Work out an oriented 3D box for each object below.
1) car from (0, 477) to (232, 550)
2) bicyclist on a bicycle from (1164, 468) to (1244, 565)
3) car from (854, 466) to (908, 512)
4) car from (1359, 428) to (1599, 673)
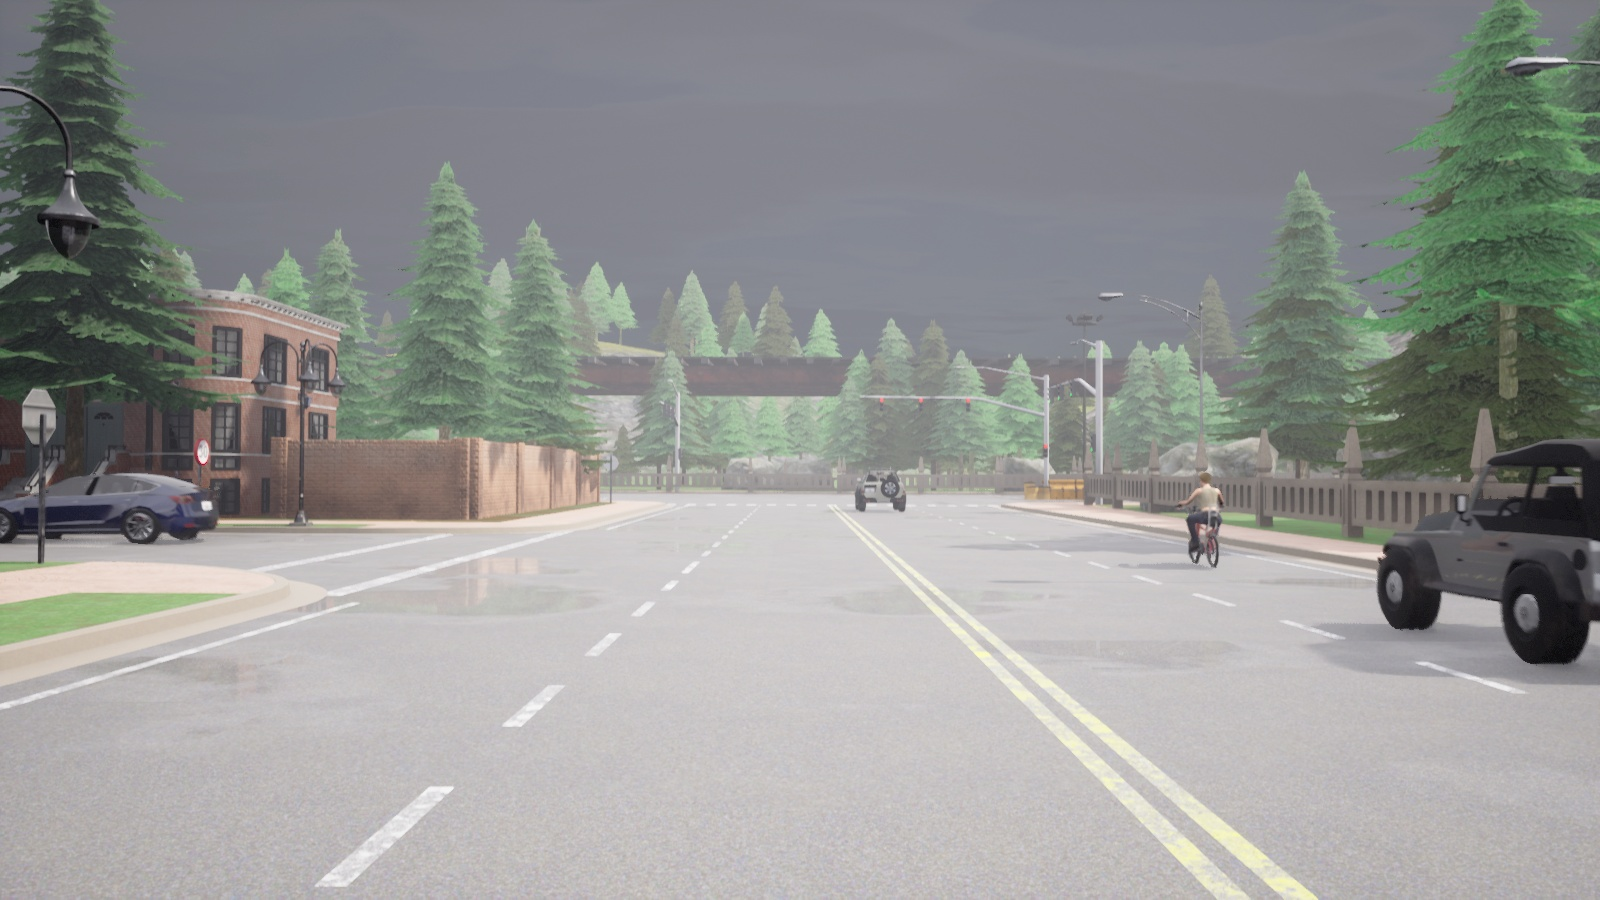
[{"bbox_3d":[-15.068,1.337,26.930,4.792,1.488,2.163,0,-1,2],"label":"car"},{"bbox_3d":[6.950,1.127,21.671,0.866,1.612,1.509,0,-1,0],"label":"bicyclist on a bicycle"},{"bbox_3d":[3.365,1.598,52.809,1.932,1.855,4.605,0,-1,0],"label":"car"},{"bbox_3d":[6.970,0.799,11.542,1.905,1.878,3.866,0,-1,0],"label":"car"}]
